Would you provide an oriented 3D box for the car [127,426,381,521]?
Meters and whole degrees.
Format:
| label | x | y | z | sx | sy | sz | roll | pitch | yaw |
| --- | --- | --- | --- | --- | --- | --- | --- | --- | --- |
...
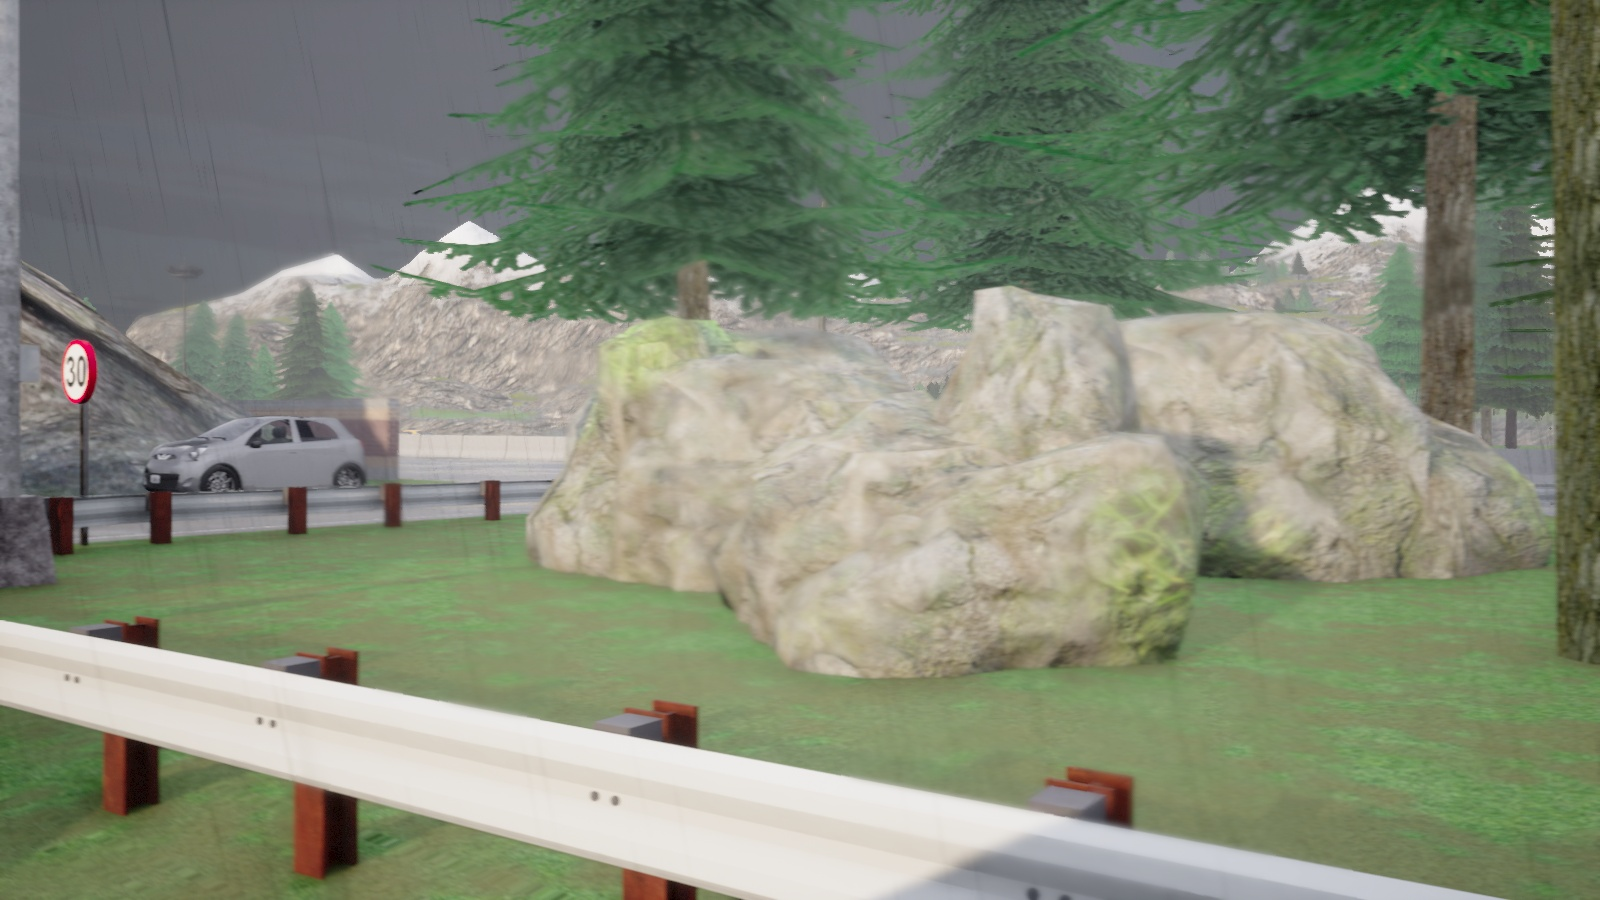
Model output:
| label | x | y | z | sx | sy | sz | roll | pitch | yaw |
| --- | --- | --- | --- | --- | --- | --- | --- | --- | --- |
| car | -9.410 | 0.340 | 21.876 | 1.845 | 1.501 | 3.633 | 0 | 1 | 33 |

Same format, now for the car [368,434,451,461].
| label | x | y | z | sx | sy | sz | roll | pitch | yaw |
| --- | --- | --- | --- | --- | --- | --- | --- | --- | --- |
| car | -23.778 | -0.153 | 76.444 | 5.366 | 1.575 | 1.801 | 0 | 1 | 33 |
